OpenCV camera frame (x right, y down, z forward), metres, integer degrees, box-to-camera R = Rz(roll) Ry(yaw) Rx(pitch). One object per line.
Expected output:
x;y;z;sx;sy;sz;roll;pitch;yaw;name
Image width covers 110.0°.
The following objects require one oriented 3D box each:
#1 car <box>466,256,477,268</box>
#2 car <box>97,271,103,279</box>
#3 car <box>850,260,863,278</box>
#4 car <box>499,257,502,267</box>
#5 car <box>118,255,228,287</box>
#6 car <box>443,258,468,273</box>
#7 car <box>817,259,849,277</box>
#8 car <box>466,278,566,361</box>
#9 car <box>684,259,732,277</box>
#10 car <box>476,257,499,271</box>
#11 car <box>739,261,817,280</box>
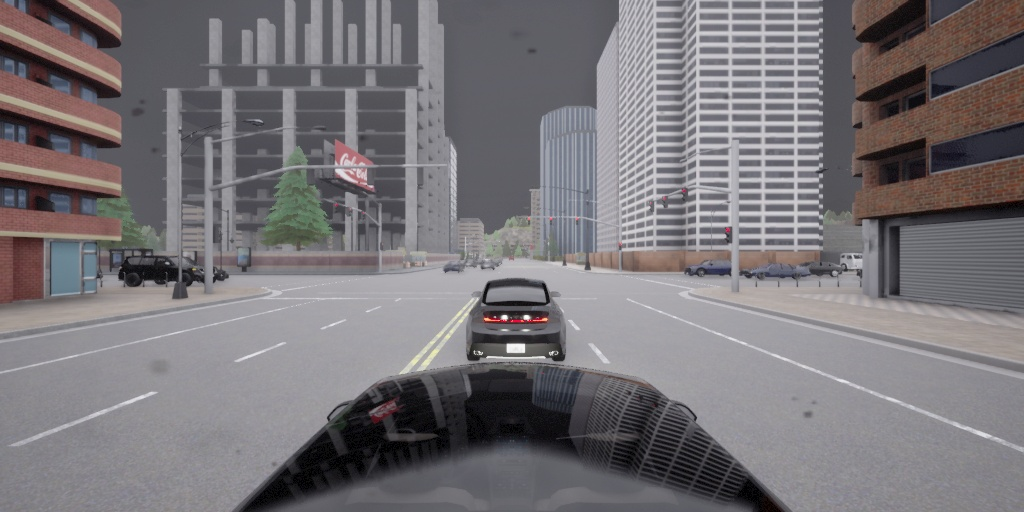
-6.816;1.239;58.047;2.128;1.511;4.902;0;0;0;car
-34.879;1.296;27.483;5.357;1.411;2.033;0;0;0;car
32.715;1.313;31.206;4.181;1.385;1.994;0;0;0;car
-3.248;1.252;65.227;1.837;1.490;4.892;0;0;1;car
-22.815;0.971;23.988;5.566;2.045;2.150;0;0;0;car
-6.901;1.296;42.774;2.033;1.411;5.357;0;0;0;car
29.062;1.254;34.709;4.892;1.490;1.837;0;0;0;car
0.093;1.255;8.247;1.837;1.490;4.892;0;0;1;car
19.212;1.101;34.713;4.553;1.767;2.097;0;0;0;car
-3.363;1.240;50.301;2.128;1.511;4.902;0;0;0;car
22.803;1.296;31.215;5.357;1.411;2.033;0;0;0;car
